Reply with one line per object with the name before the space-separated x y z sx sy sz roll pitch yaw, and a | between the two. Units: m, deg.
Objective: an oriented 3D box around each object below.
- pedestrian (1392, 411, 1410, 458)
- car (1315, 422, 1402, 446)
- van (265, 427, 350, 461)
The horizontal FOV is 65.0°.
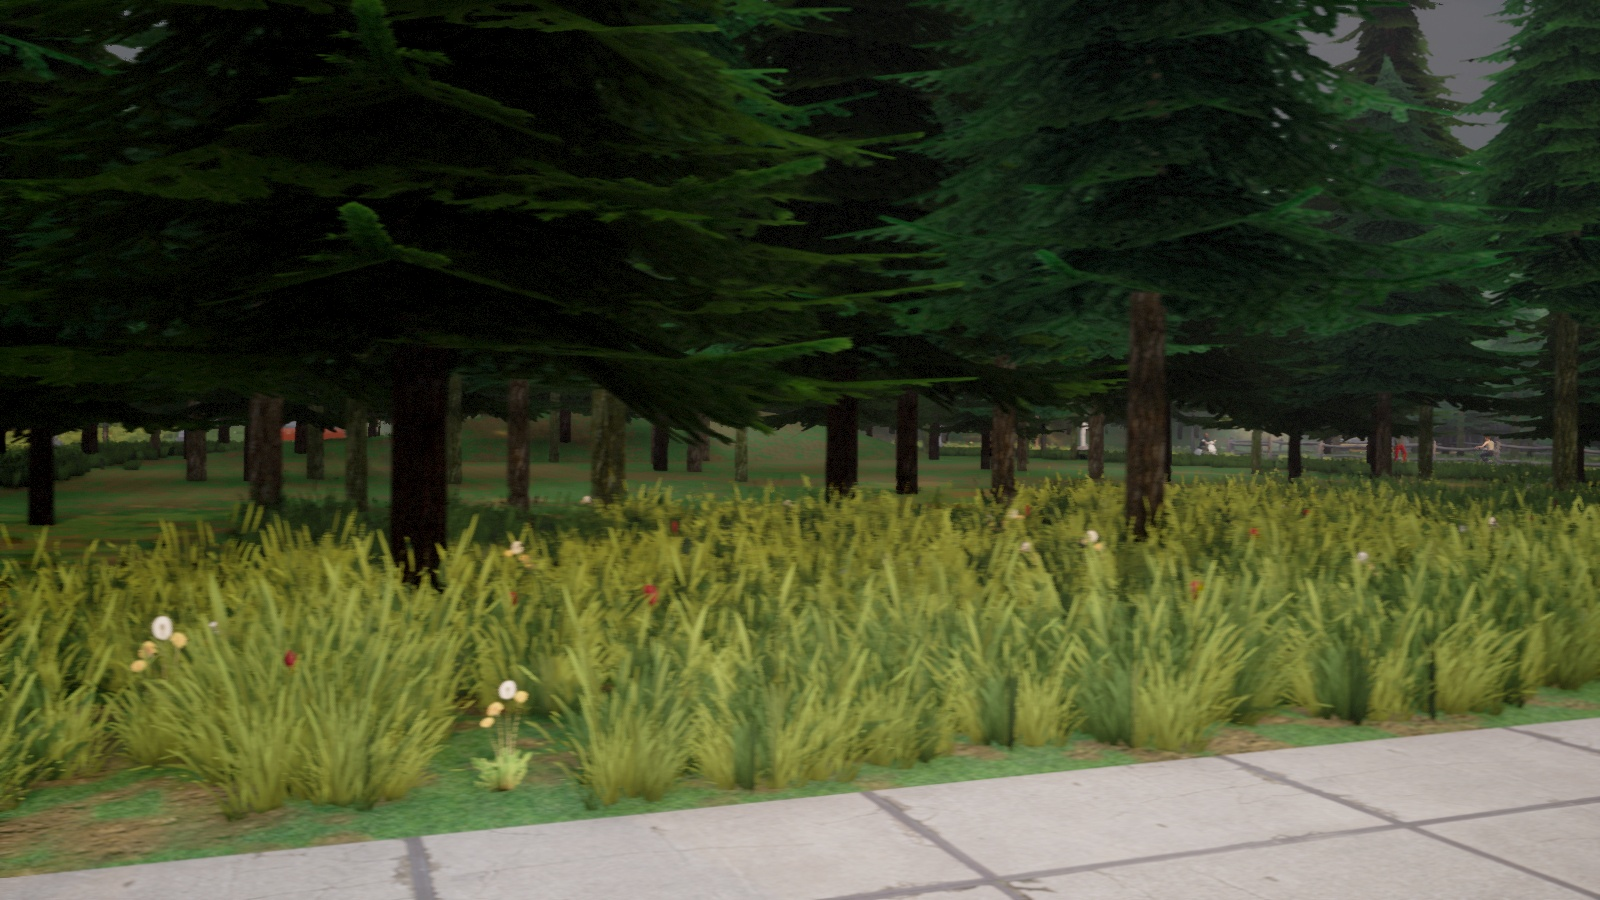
pedestrian | 23.760 -0.628 49.655 0.353 1.847 0.614 -1 1 -10
car | 39.888 -1.149 89.747 5.366 1.575 1.801 -1 1 2
van | -29.852 -0.394 76.253 1.775 1.987 4.442 0 1 44
